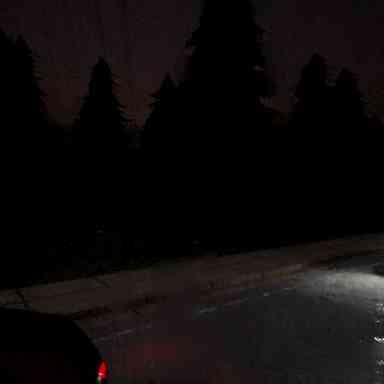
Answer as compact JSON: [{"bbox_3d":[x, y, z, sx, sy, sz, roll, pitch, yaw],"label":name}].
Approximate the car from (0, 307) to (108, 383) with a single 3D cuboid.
[{"bbox_3d":[-2.655,1.573,2.092,4.181,1.385,1.994,0,0,-35],"label":"car"}]
